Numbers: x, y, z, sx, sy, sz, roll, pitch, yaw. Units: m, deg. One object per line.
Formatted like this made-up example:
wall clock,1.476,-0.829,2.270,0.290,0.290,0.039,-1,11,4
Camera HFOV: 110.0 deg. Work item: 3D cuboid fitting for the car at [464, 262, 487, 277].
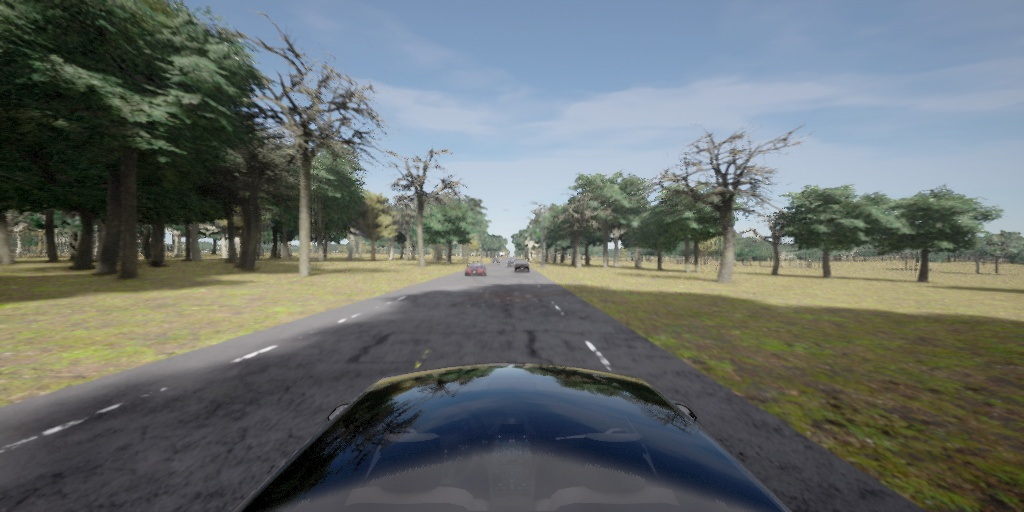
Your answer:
car,-3.561,1.336,35.956,1.994,1.385,4.181,0,0,0

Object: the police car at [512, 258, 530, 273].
police car,1.234,1.207,45.237,1.930,1.638,5.238,0,0,0

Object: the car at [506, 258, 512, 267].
car,0.028,1.293,65.409,2.128,1.511,4.902,0,0,0
